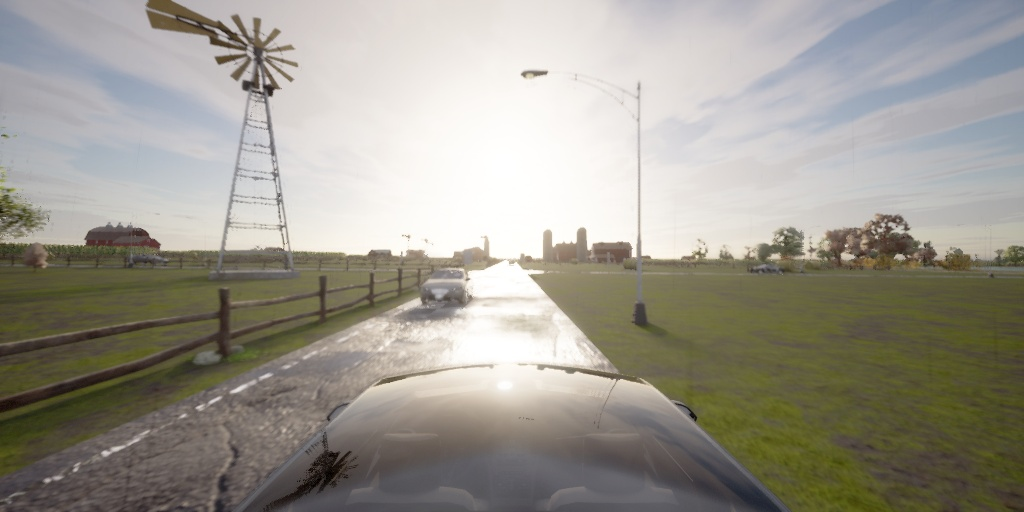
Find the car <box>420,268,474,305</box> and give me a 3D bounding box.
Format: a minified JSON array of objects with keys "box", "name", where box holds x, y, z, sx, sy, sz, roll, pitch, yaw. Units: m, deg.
[{"box":[-2.857,1.327,16.560,2.128,1.511,4.902,0,0,0],"name":"car"}]
